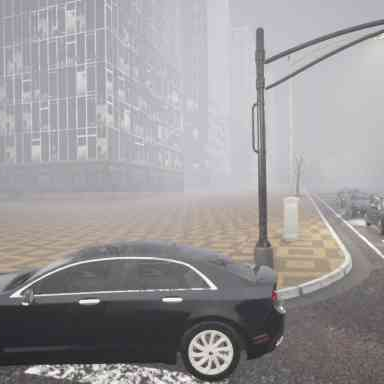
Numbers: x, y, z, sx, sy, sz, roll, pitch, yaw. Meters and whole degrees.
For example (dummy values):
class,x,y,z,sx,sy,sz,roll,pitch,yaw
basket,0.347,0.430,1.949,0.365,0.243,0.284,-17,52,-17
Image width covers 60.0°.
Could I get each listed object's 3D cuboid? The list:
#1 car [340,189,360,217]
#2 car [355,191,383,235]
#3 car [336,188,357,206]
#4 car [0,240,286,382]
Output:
class,x,y,z,sx,sy,sz,roll,pitch,yaw
car,10.849,0.759,20.819,1.994,1.385,4.181,-1,2,17
car,8.846,0.928,14.510,2.128,1.511,4.902,-1,2,18
car,12.799,0.453,26.897,2.128,1.511,4.902,-1,2,18
car,-1.173,1.505,4.800,4.892,1.490,1.837,0,0,0
